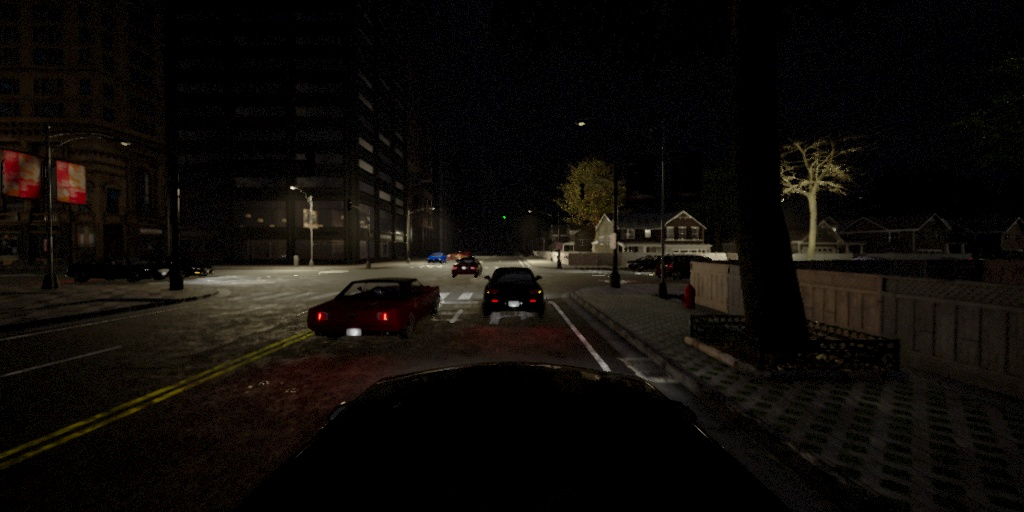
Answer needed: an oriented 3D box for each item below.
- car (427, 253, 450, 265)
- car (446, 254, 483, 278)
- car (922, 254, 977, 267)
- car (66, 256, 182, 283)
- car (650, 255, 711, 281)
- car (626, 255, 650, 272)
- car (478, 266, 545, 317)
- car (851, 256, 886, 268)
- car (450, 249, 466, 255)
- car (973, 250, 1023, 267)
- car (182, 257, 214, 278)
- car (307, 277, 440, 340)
[{"bbox_3d":[-10.090,0.330,48.624,1.882,1.535,5.008,0,1,0],"label":"car"},{"bbox_3d":[-3.289,0.816,26.842,2.033,1.411,5.357,0,1,0],"label":"car"},{"bbox_3d":[41.310,0.786,34.795,5.357,1.411,2.033,0,1,-9],"label":"car"},{"bbox_3d":[-23.405,0.786,21.487,4.902,1.511,2.128,1,1,-3],"label":"car"},{"bbox_3d":[12.121,0.713,24.031,4.553,1.767,2.097,0,1,-7],"label":"car"},{"bbox_3d":[13.332,0.688,34.193,4.902,1.511,2.128,0,1,-6],"label":"car"},{"bbox_3d":[0.040,1.079,11.959,1.812,1.442,4.674,0,1,0],"label":"car"},{"bbox_3d":[36.959,0.739,37.382,5.357,1.411,2.033,0,1,-9],"label":"car"},{"bbox_3d":[-10.116,-0.094,64.065,2.097,1.767,4.553,0,1,0],"label":"car"},{"bbox_3d":[43.671,0.512,31.800,5.566,2.045,2.150,0,1,-10],"label":"car"},{"bbox_3d":[-23.492,0.745,24.737,4.892,1.490,1.837,2,1,-3],"label":"car"},{"bbox_3d":[-3.192,1.202,9.441,1.895,1.301,4.718,0,1,0],"label":"car"}]
